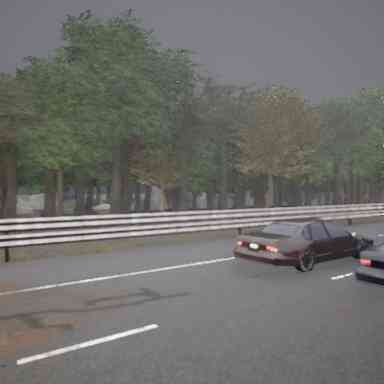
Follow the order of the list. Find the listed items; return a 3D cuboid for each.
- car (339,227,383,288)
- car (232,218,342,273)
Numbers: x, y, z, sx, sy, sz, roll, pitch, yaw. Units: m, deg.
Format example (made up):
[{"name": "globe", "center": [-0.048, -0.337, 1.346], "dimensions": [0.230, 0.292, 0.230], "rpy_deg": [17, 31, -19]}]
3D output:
[{"name": "car", "center": [6.093, 1.555, 8.097], "dimensions": [5.357, 1.411, 2.033], "rpy_deg": [0, 0, -35]}, {"name": "car", "center": [3.769, 1.555, 10.734], "dimensions": [5.357, 1.411, 2.033], "rpy_deg": [0, 0, -36]}]
